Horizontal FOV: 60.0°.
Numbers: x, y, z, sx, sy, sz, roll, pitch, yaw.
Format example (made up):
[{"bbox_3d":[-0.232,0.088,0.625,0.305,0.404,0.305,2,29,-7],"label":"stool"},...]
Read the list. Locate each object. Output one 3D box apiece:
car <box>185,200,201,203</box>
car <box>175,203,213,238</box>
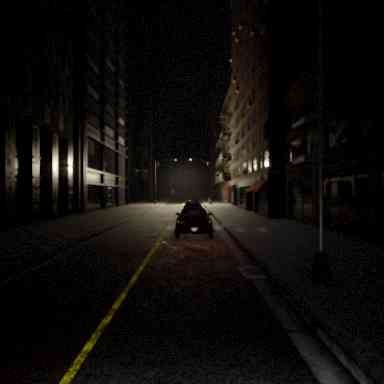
[{"bbox_3d":[0.105,1.563,35.849,1.994,1.385,4.181,0,0,0],"label":"car"},{"bbox_3d":[0.103,1.526,17.652,1.812,1.442,4.674,0,0,0],"label":"car"}]
